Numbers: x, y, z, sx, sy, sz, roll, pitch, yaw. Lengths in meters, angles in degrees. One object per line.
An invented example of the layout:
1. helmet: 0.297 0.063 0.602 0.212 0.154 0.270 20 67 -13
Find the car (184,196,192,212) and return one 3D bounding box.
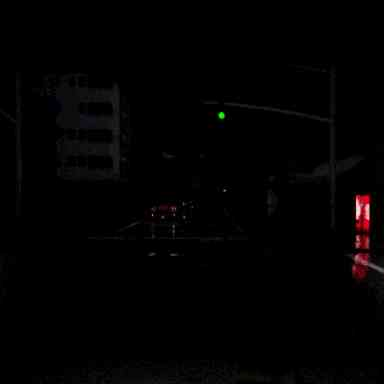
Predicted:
1. car: -1.531 1.310 38.007 2.097 1.767 4.553 0 0 3

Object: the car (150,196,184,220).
1. car: -2.086 1.322 27.380 2.097 1.767 4.553 0 0 3

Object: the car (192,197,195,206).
1. car: -0.625 1.505 53.885 1.837 1.490 4.892 0 0 3
